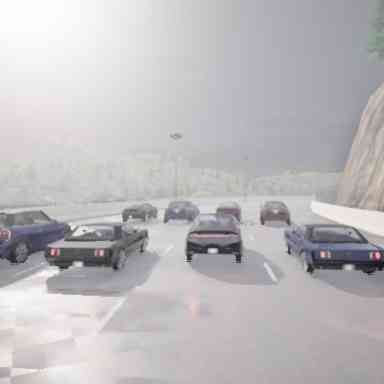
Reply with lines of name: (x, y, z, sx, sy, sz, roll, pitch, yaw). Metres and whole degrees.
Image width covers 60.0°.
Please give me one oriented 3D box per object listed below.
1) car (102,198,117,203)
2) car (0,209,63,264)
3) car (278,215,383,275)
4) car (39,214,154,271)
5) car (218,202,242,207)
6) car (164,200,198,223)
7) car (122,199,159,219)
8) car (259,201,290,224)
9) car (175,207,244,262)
car: (-13.764, 1.637, 59.393, 1.882, 1.535, 5.008, 0, 0, 19)
car: (-6.181, 1.380, 12.109, 2.097, 1.767, 4.553, 0, 0, 6)
car: (4.211, 1.639, 10.667, 1.895, 1.301, 4.718, 0, 0, 6)
car: (-2.785, 1.630, 10.998, 1.895, 1.301, 4.718, 0, 0, 6)
car: (3.096, 1.565, 27.598, 1.882, 1.535, 5.008, 0, 0, 11)
car: (-0.714, 1.429, 26.261, 2.097, 1.767, 4.553, 0, 0, 11)
car: (-4.121, 1.582, 27.091, 1.837, 1.490, 4.892, 0, 0, 11)
car: (6.230, 1.436, 25.340, 2.097, 1.767, 4.553, 0, 0, 11)
car: (0.863, 1.530, 12.254, 2.128, 1.511, 4.902, 0, 0, 6)
